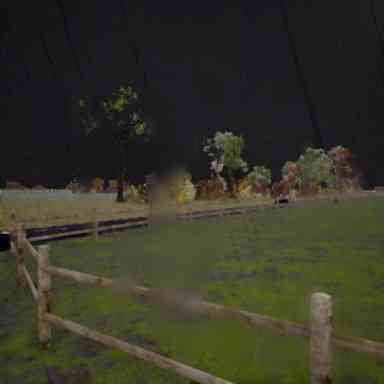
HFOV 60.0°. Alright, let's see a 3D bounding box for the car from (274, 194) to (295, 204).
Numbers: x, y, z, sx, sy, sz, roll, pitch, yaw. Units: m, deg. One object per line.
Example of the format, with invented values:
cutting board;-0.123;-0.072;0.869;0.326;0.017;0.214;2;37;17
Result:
car;13.921;1.046;50.024;1.994;1.385;4.181;-1;0;35
